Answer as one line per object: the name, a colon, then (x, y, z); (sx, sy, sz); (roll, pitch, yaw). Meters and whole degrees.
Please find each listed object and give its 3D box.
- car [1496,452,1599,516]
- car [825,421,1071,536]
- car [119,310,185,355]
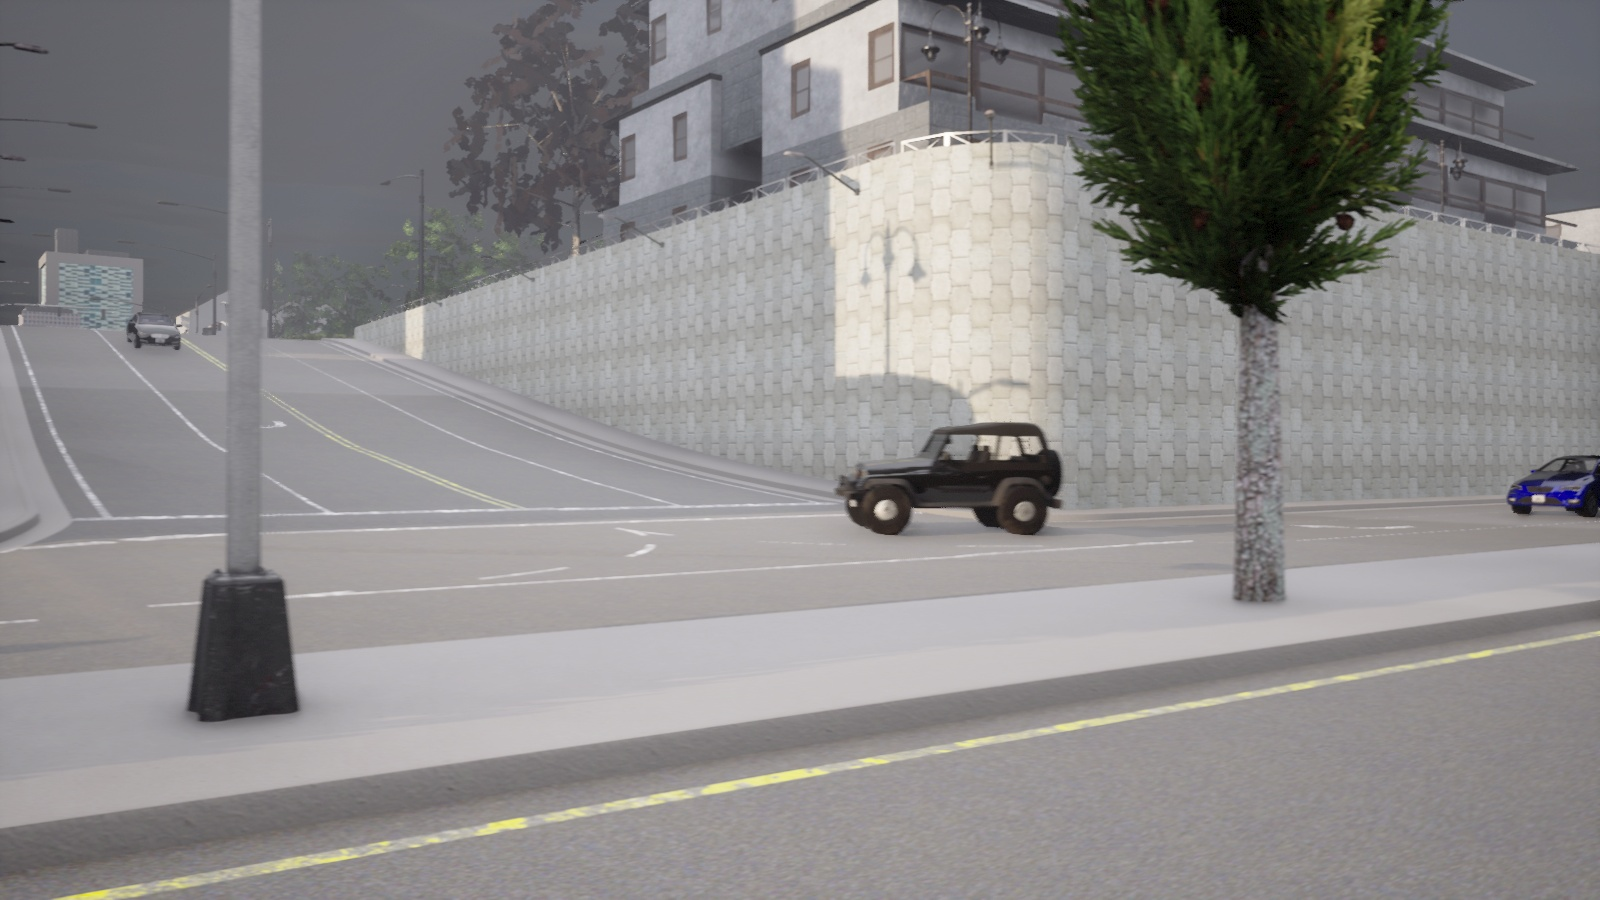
car: (19.176, 0.794, 31.019); (4.193, 1.474, 1.816); (0, 0, -35)
car: (2.479, 0.437, 21.661); (3.866, 1.878, 1.905); (0, 1, -7)
car: (-29.676, -5.389, 57.435); (2.128, 1.511, 4.902); (0, 9, -34)
